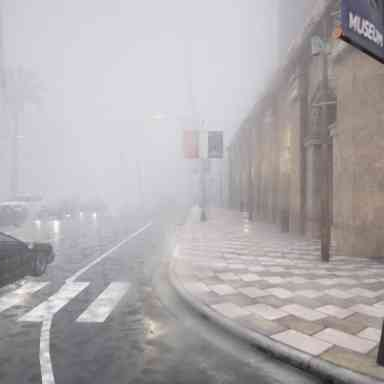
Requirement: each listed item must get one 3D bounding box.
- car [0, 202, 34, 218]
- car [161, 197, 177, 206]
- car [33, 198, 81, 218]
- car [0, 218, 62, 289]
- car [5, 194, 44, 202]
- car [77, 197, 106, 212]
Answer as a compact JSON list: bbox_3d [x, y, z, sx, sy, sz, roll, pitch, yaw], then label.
[{"bbox_3d":[-11.864,1.546,19.731,2.033,1.411,5.357,0,0,1],"label":"car"},{"bbox_3d":[-3.792,1.502,54.810,1.882,1.535,5.008,-1,0,7],"label":"car"},{"bbox_3d":[-11.713,1.523,29.158,1.812,1.442,4.674,0,0,1],"label":"car"},{"bbox_3d":[-4.904,1.546,7.167,2.033,1.411,5.357,0,0,1],"label":"car"},{"bbox_3d":[-15.202,1.219,29.969,2.150,2.045,5.566,0,0,1],"label":"car"},{"bbox_3d":[-11.489,1.523,39.045,1.812,1.442,4.674,0,0,1],"label":"car"}]
